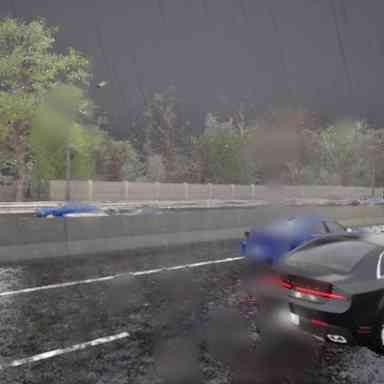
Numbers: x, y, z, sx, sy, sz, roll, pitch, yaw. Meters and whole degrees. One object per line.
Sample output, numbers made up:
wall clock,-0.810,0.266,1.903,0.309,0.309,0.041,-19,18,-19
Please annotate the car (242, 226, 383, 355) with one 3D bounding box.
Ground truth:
car,3.367,1.537,6.156,4.892,1.490,1.837,0,0,-36

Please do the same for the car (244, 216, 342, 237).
car,3.854,1.524,10.806,5.008,1.535,1.882,0,0,-36

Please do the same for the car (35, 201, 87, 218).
car,-9.727,1.515,26.352,5.008,1.535,1.882,0,0,-38

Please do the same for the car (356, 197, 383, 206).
car,26.686,1.637,48.831,4.553,1.767,2.097,0,0,-35

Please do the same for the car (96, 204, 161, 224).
car,-4.959,1.658,26.263,4.718,1.301,1.895,0,0,-36

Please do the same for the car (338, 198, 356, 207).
car,24.635,1.788,51.661,4.892,1.490,1.837,0,0,-35

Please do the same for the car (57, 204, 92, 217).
car,-5.813,1.639,21.351,4.718,1.301,1.895,0,0,-36

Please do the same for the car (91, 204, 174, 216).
car,-2.721,1.592,19.258,5.357,1.411,2.033,0,0,-36
